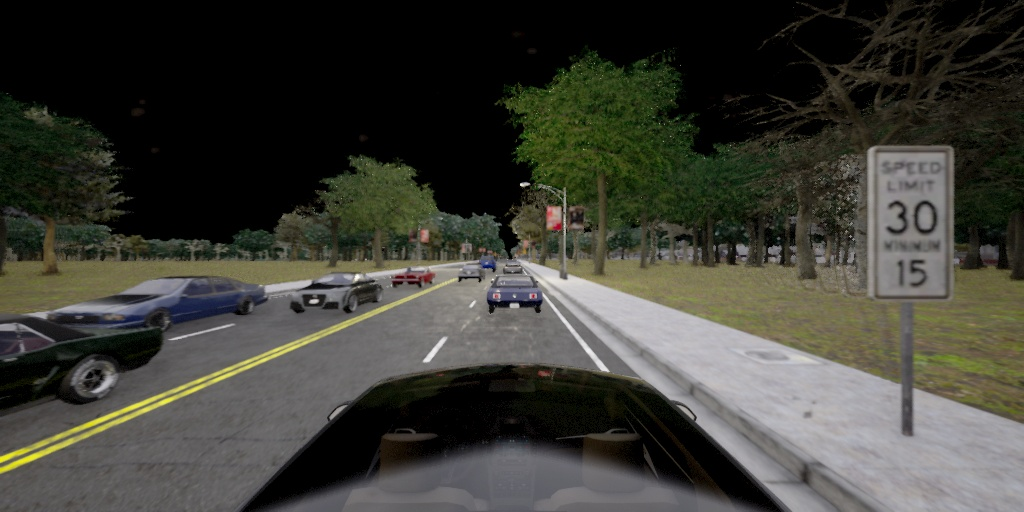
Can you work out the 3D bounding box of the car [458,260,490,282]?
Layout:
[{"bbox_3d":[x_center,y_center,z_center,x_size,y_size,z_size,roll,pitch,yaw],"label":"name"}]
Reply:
[{"bbox_3d":[-3.166,1.311,28.916,2.033,1.411,5.357,0,0,1],"label":"car"}]

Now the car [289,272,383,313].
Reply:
[{"bbox_3d":[-6.564,1.317,13.878,1.994,1.385,4.181,0,0,0],"label":"car"}]

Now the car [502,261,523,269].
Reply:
[{"bbox_3d":[0.084,1.260,35.534,2.128,1.511,4.902,0,0,0],"label":"car"}]

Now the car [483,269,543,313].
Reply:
[{"bbox_3d":[0.093,1.355,14.077,1.895,1.301,4.718,0,0,0],"label":"car"}]

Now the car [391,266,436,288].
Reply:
[{"bbox_3d":[-6.511,1.360,24.094,1.895,1.301,4.718,0,0,0],"label":"car"}]

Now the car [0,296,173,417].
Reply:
[{"bbox_3d":[-6.589,1.351,3.557,1.895,1.301,4.718,0,0,0],"label":"car"}]

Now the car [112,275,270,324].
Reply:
[{"bbox_3d":[-9.763,1.299,10.677,2.033,1.411,5.357,0,0,0],"label":"car"}]

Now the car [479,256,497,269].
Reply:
[{"bbox_3d":[-3.179,0.999,47.276,2.150,2.045,5.566,0,0,0],"label":"car"}]
